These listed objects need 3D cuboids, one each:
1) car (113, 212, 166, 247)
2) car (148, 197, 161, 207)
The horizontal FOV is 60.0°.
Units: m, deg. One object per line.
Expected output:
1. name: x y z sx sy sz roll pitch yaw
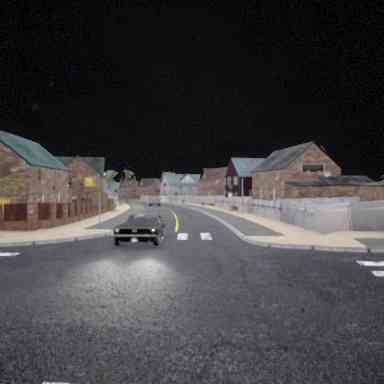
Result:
1. car: -2.272 1.614 15.356 1.895 1.301 4.718 0 0 0
2. car: -6.154 1.610 54.592 1.837 1.490 4.892 0 0 -12
